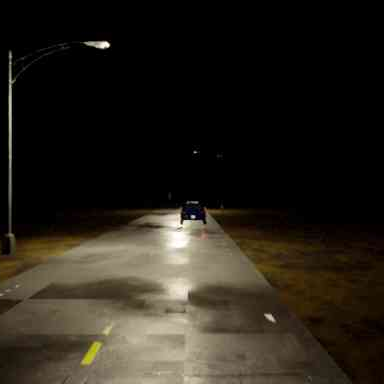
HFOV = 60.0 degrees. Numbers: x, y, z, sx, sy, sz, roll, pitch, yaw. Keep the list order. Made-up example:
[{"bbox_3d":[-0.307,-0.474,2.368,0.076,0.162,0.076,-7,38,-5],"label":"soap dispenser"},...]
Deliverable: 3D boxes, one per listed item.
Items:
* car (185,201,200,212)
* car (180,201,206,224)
[{"bbox_3d":[0.064,1.824,42.283,1.895,1.301,4.718,0,-1,0],"label":"car"},{"bbox_3d":[0.080,1.554,24.967,1.812,1.442,4.674,0,-1,0],"label":"car"}]
